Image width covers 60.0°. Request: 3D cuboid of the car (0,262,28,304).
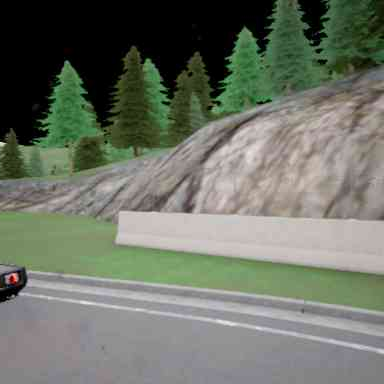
[{"bbox_3d":[-5.483,1.593,6.097,4.718,1.301,1.895,-1,1,22],"label":"car"}]
